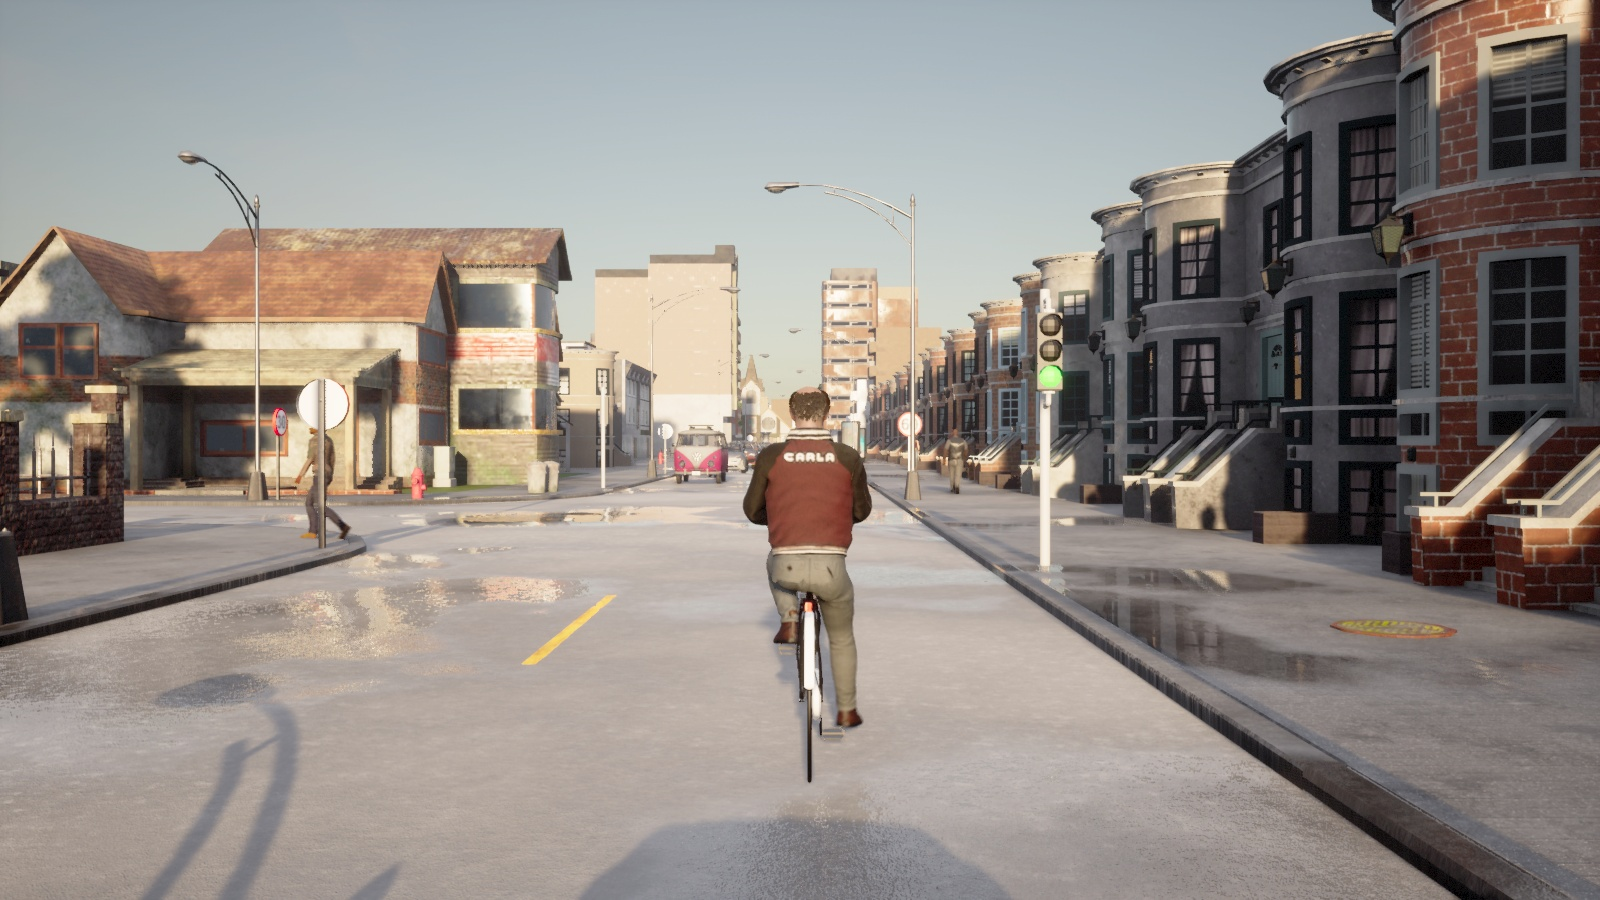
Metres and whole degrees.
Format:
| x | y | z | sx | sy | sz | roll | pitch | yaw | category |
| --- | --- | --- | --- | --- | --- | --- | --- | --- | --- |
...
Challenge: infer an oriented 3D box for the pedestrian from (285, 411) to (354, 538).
| x | y | z | sx | sy | sz | roll | pitch | yaw | category |
| --- | --- | --- | --- | --- | --- | --- | --- | --- | --- |
| -6.895 | 0.349 | 18.022 | 0.869 | 1.805 | 0.328 | 0 | 0 | 11 | pedestrian |

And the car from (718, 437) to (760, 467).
| x | y | z | sx | sy | sz | roll | pitch | yaw | category |
| --- | --- | --- | --- | --- | --- | --- | --- | --- | --- |
| -3.514 | 0.110 | 73.037 | 2.152 | 1.651 | 5.027 | 0 | 0 | 0 | car |

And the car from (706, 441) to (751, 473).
| x | y | z | sx | sy | sz | roll | pitch | yaw | category |
| --- | --- | --- | --- | --- | --- | --- | --- | --- | --- |
| -3.579 | 0.332 | 63.494 | 2.007 | 1.525 | 4.514 | 0 | 0 | 0 | car |

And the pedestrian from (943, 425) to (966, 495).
| x | y | z | sx | sy | sz | roll | pitch | yaw | category |
| --- | --- | --- | --- | --- | --- | --- | --- | --- | --- |
| 4.214 | 0.266 | 34.273 | 0.563 | 1.883 | 0.849 | 0 | 0 | 4 | pedestrian |

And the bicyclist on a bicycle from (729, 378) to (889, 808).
| x | y | z | sx | sy | sz | roll | pitch | yaw | category |
| --- | --- | --- | --- | --- | --- | --- | --- | --- | --- |
| 0.046 | 0.583 | 6.102 | 0.659 | 1.776 | 1.843 | 0 | 0 | 0 | bicyclist on a bicycle |

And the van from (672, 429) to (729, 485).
| x | y | z | sx | sy | sz | roll | pitch | yaw | category |
| --- | --- | --- | --- | --- | --- | --- | --- | --- | --- |
| -3.688 | 0.230 | 47.166 | 1.775 | 1.987 | 4.442 | 0 | 0 | 1 | van |
